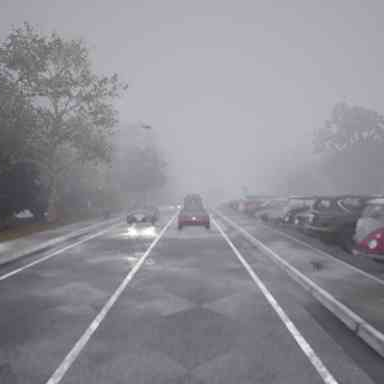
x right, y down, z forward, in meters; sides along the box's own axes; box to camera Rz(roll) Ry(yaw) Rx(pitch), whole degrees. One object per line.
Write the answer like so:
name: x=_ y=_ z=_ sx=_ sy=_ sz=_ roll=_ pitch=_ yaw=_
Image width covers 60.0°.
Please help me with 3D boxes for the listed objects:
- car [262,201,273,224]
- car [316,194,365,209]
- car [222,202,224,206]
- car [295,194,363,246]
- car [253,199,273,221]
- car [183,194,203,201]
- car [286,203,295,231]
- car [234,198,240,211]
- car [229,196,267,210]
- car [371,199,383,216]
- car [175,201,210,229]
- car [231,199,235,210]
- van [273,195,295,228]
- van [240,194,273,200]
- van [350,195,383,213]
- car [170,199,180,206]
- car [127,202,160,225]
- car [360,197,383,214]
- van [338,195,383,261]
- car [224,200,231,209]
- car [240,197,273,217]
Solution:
car: x=7.084 y=1.445 z=20.714 sx=4.674 sy=1.452 sz=2.002 roll=0 pitch=0 yaw=0
car: x=20.237 y=1.313 z=45.450 sx=5.566 sy=2.045 sz=2.435 roll=0 pitch=-1 yaw=0
car: x=7.137 y=1.571 z=45.695 sx=5.008 sy=1.535 sz=2.097 roll=0 pitch=0 yaw=0
car: x=7.093 y=1.117 z=12.403 sx=5.566 sy=2.045 sz=2.435 roll=0 pitch=1 yaw=0
car: x=7.057 y=1.452 z=23.492 sx=4.792 sy=1.488 sz=2.163 roll=0 pitch=0 yaw=0
car: x=0.141 y=1.272 z=40.083 sx=2.150 sy=2.045 sz=5.566 roll=0 pitch=0 yaw=0
car: x=7.100 y=1.400 z=15.156 sx=4.792 sy=1.488 sz=2.163 roll=0 pitch=0 yaw=0
car: x=7.111 y=1.532 z=34.595 sx=4.674 sy=1.452 sz=2.002 roll=0 pitch=0 yaw=0
car: x=7.156 y=1.421 z=42.920 sx=4.553 sy=1.767 sz=2.185 roll=0 pitch=0 yaw=0
car: x=20.178 y=1.471 z=31.726 sx=5.008 sy=1.535 sz=2.097 roll=0 pitch=0 yaw=0
car: x=0.115 y=1.510 z=21.365 sx=1.994 sy=1.385 sz=4.181 roll=0 pitch=0 yaw=0
car: x=7.143 y=1.539 z=37.370 sx=4.792 sy=1.488 sz=2.163 roll=0 pitch=0 yaw=0
van: x=6.959 y=1.162 z=17.940 sx=4.442 sy=1.987 sz=1.878 roll=0 pitch=0 yaw=0
van: x=7.220 y=1.249 z=31.820 sx=4.442 sy=1.987 sz=1.878 roll=0 pitch=0 yaw=0
van: x=20.310 y=1.279 z=37.142 sx=4.442 sy=1.987 sz=1.878 roll=0 pitch=0 yaw=0
car: x=-3.182 y=2.098 z=64.956 sx=1.895 sy=1.301 sz=4.718 roll=0 pitch=-1 yaw=0
car: x=-3.331 y=1.443 z=23.452 sx=2.128 sy=1.511 sz=4.902 roll=0 pitch=0 yaw=0
car: x=20.156 y=1.362 z=34.373 sx=4.553 sy=1.767 sz=2.185 roll=0 pitch=0 yaw=0
van: x=6.943 y=1.170 z=9.628 sx=4.442 sy=1.987 sz=1.878 roll=0 pitch=1 yaw=0
car: x=7.091 y=1.275 z=40.149 sx=5.566 sy=2.045 sz=2.435 roll=0 pitch=0 yaw=0
car: x=7.103 y=1.457 z=29.043 sx=5.008 sy=1.535 sz=2.097 roll=0 pitch=0 yaw=0
